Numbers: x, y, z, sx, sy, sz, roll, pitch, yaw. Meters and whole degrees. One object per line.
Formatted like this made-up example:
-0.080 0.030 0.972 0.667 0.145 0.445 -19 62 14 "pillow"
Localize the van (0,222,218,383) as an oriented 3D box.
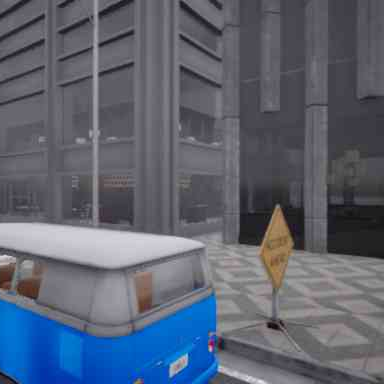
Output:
-1.628 1.344 4.120 3.998 1.788 1.690 0 0 36 "van"
